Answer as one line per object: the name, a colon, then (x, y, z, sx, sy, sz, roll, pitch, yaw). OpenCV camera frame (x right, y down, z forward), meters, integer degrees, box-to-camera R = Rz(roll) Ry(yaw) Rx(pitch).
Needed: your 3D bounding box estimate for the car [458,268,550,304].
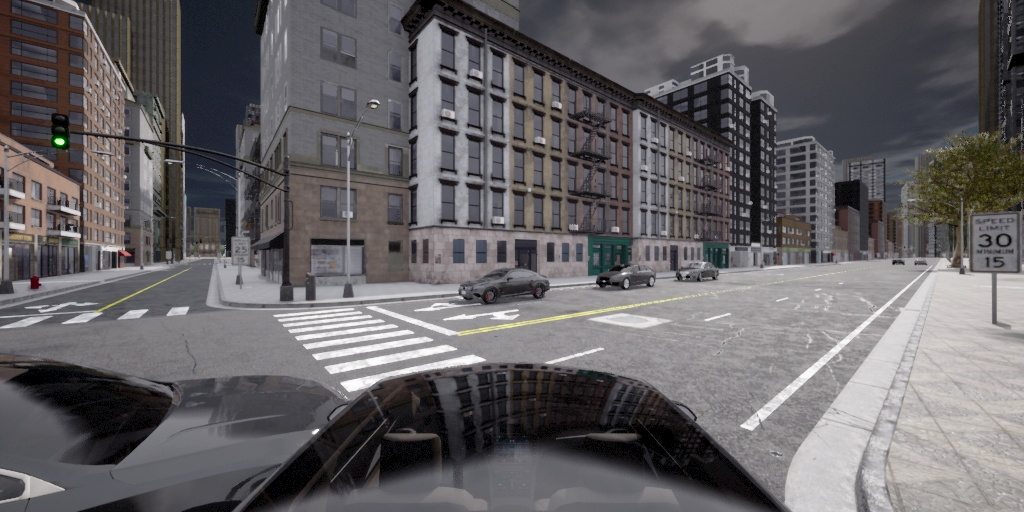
car: (-0.250, 1.284, 16.610, 4.674, 1.442, 1.812, 0, 0, -40)

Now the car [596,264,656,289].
car: (7.362, 1.254, 22.932, 4.892, 1.490, 1.837, 0, 0, -40)

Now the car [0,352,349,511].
car: (-3.244, 1.257, 1.600, 4.892, 1.490, 1.837, 0, 0, -35)

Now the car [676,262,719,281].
car: (15.290, 1.231, 29.503, 4.902, 1.511, 2.128, 0, 0, -40)
